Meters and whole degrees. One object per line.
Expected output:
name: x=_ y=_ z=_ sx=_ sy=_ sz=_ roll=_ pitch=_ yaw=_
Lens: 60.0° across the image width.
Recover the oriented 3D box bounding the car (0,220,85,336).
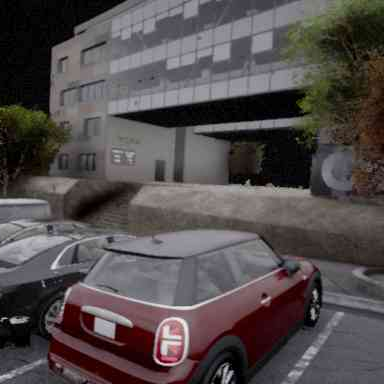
car: x=-1.876 y=1.453 z=6.616 sx=2.231 sy=1.521 sz=4.892 roll=0 pitch=0 yaw=36

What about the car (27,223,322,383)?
car: x=0.381 y=1.341 z=4.972 sx=2.185 sy=1.767 sz=4.553 roll=0 pitch=0 yaw=36

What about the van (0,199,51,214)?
van: x=-6.487 y=1.196 z=9.772 sx=1.878 sy=1.987 sz=4.442 roll=0 pitch=0 yaw=36

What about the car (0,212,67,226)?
car: x=-4.144 y=1.438 z=8.249 sx=2.231 sy=1.521 sz=4.892 roll=0 pitch=0 yaw=36
